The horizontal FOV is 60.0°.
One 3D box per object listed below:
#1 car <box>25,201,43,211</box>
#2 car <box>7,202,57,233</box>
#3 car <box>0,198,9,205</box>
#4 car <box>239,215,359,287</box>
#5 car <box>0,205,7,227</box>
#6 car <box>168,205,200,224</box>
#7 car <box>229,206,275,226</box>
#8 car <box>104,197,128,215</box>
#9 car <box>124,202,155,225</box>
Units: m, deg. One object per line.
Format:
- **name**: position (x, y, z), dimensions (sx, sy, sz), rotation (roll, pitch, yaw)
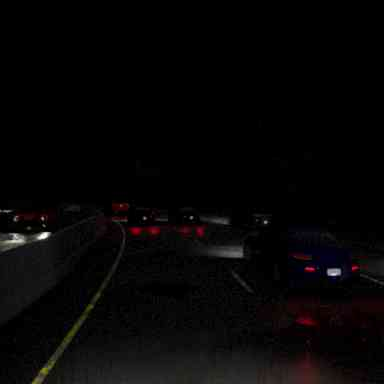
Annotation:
- **car**: position (-25.768, 2.258, 54.172), dimensions (1.994, 1.385, 4.181), rotation (0, -1, -36)
- **car**: position (-10.236, 1.602, 21.880), dimensions (2.097, 1.767, 4.553), rotation (0, -1, -15)
- **car**: position (-33.804, 2.040, 58.607), dimensions (2.150, 2.045, 5.566), rotation (0, -1, -43)
- **car**: position (2.878, 1.610, 9.573), dimensions (1.812, 1.442, 4.674), rotation (0, -1, -6)
- **car**: position (-13.955, 1.834, 22.342), dimensions (1.994, 1.385, 4.181), rotation (0, -1, -16)
- **car**: position (-0.688, 1.797, 27.545), dimensions (1.812, 1.442, 4.674), rotation (0, -1, -16)
- **car**: position (4.059, 1.702, 23.225), dimensions (2.128, 1.511, 4.902), rotation (0, -1, -13)
- **car**: position (-9.125, 1.664, 40.165), dimensions (2.150, 2.045, 5.566), rotation (0, 0, -25)
- **car**: position (-4.154, 1.806, 26.921), dimensions (1.812, 1.442, 4.674), rotation (0, -1, -16)
